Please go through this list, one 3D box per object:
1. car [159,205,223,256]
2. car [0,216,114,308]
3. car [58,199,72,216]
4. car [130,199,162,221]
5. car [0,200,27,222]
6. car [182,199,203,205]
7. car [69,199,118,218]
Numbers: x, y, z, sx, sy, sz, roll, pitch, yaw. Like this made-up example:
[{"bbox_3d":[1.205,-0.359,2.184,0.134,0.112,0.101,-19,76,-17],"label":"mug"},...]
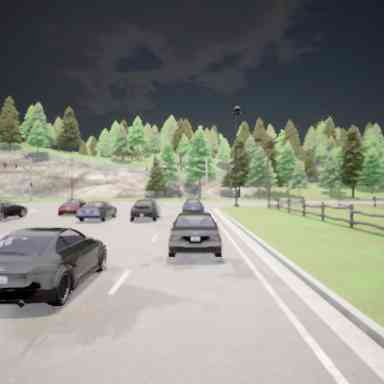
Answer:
[{"bbox_3d":[0.103,1.445,12.593,2.033,1.411,5.357,0,0,0],"label":"car"},{"bbox_3d":[-3.398,1.499,7.838,1.994,1.385,4.181,0,0,0],"label":"car"},{"bbox_3d":[-10.431,1.324,29.943,1.994,1.385,4.181,0,0,-1],"label":"car"},{"bbox_3d":[-3.394,1.304,24.833,1.837,1.490,4.892,0,0,0],"label":"car"},{"bbox_3d":[-13.895,1.296,24.204,2.128,1.511,4.902,0,0,0],"label":"car"},{"bbox_3d":[0.088,1.322,30.056,1.994,1.385,4.181,0,0,0],"label":"car"},{"bbox_3d":[-6.895,1.350,24.530,2.033,1.411,5.357,0,0,0],"label":"car"}]
